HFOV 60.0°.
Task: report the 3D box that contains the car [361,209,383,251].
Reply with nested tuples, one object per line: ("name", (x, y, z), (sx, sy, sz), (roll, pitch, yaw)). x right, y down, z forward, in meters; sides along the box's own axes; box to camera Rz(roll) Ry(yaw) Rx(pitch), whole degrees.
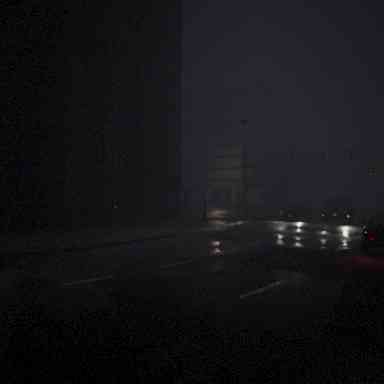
("car", (8.295, 1.673, 14.102), (1.812, 1.442, 4.674), (0, 0, 31))

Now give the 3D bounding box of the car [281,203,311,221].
("car", (9.375, 1.769, 29.812), (1.837, 1.490, 4.892), (0, -1, 31))

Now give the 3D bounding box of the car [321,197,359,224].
("car", (12.531, 1.473, 28.270), (2.150, 2.045, 5.566), (0, -1, 30))

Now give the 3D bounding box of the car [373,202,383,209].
("car", (15.865, 1.808, 27.060), (1.812, 1.442, 4.674), (0, 0, 30))
